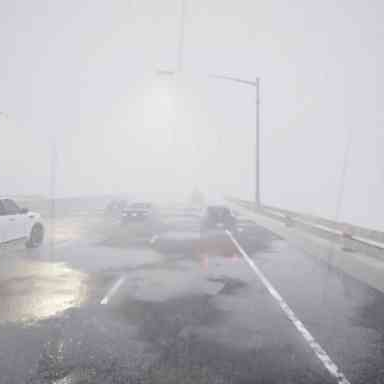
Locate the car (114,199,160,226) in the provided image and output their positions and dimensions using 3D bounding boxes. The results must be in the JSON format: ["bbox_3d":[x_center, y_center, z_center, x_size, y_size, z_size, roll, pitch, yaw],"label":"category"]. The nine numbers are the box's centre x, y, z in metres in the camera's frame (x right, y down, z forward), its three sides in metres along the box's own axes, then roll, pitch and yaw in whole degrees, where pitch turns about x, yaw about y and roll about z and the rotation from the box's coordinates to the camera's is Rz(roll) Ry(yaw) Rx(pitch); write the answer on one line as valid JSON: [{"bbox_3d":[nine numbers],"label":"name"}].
[{"bbox_3d":[-3.252,1.331,21.541,2.033,1.411,5.357,0,1,1],"label":"car"}]

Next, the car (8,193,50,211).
[{"bbox_3d":[-17.200,1.004,35.392,2.097,1.767,4.553,0,1,1],"label":"car"}]

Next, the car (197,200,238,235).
[{"bbox_3d":[1.323,1.349,17.574,1.812,1.442,4.674,0,1,1],"label":"car"}]

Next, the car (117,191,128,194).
[{"bbox_3d":[-15.811,0.569,75.655,2.097,1.767,4.553,0,0,2],"label":"car"}]

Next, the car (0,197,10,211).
[{"bbox_3d":[-20.731,1.229,33.924,1.994,1.385,4.181,0,1,1],"label":"car"}]

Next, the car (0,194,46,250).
[{"bbox_3d":[-6.859,1.111,10.695,2.150,2.045,5.566,0,1,0],"label":"car"}]

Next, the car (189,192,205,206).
[{"bbox_3d":[0.711,1.060,45.679,1.837,1.490,4.892,0,0,2],"label":"car"}]

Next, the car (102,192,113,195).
[{"bbox_3d":[-19.309,0.766,75.785,1.994,1.385,4.181,0,0,2],"label":"car"}]

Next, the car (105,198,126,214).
[{"bbox_3d":[-6.604,1.260,30.735,1.994,1.385,4.181,0,1,1],"label":"car"}]

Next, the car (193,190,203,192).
[{"bbox_3d":[1.015,0.665,58.531,2.150,2.045,5.566,0,0,2],"label":"car"}]

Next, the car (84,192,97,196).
[{"bbox_3d":[-22.838,0.748,75.187,1.837,1.490,4.892,0,0,2],"label":"car"}]
